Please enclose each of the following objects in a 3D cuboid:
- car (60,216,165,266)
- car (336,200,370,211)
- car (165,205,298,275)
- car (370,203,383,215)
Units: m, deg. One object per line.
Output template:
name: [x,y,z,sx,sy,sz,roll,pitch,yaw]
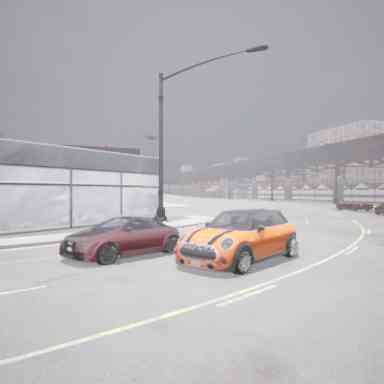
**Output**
car: [-2.340,1.564,11.600,1.994,1.385,4.181,0,0,45]
car: [19.244,1.601,39.658,1.895,1.301,4.718,0,0,-9]
car: [1.574,1.352,10.639,2.097,1.767,4.553,0,0,42]
car: [18.612,1.526,30.659,1.812,1.442,4.674,0,0,6]
